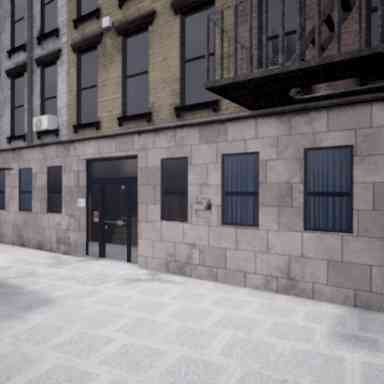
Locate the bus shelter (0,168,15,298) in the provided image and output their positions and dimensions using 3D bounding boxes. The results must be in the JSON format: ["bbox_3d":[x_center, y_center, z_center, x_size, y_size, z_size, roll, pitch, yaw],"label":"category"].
[{"bbox_3d":[-6.018,0.861,7.572,3.880,2.740,1.920,0,0,35],"label":"bus shelter"}]
